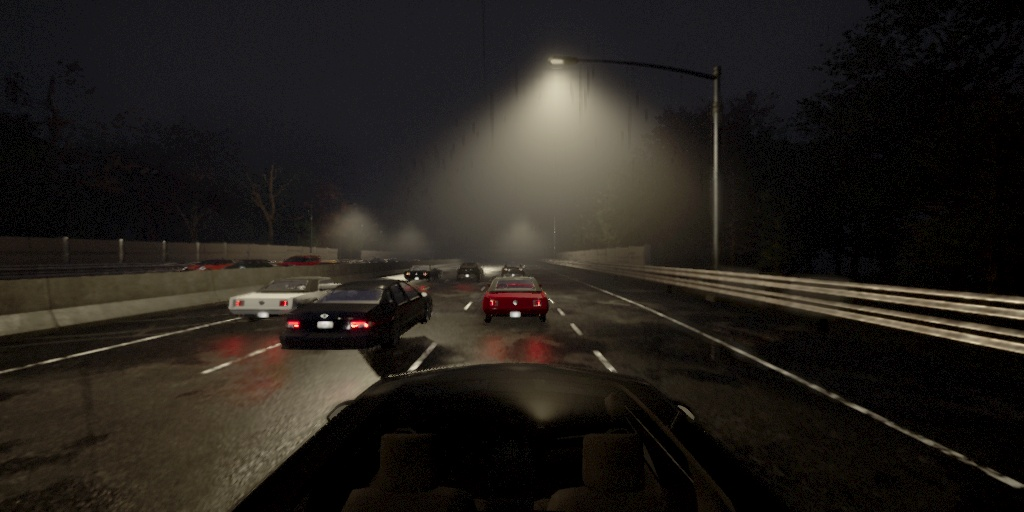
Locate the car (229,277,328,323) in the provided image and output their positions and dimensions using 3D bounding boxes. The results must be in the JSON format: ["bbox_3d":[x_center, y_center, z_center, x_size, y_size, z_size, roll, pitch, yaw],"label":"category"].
[{"bbox_3d":[-6.901,1.345,12.179,1.895,1.301,4.718,0,0,0],"label":"car"}]

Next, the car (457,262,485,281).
[{"bbox_3d":[-3.405,1.250,29.743,1.837,1.490,4.892,0,0,0],"label":"car"}]

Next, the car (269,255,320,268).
[{"bbox_3d":[-21.098,0.966,35.822,2.150,2.045,5.566,0,0,0],"label":"car"}]

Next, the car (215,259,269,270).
[{"bbox_3d":[-24.598,1.096,33.543,2.097,1.767,4.553,0,0,0],"label":"car"}]

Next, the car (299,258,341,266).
[{"bbox_3d":[-17.600,1.223,34.129,1.882,1.535,5.008,0,0,0],"label":"car"}]

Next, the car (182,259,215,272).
[{"bbox_3d":[-28.096,1.096,33.538,2.097,1.767,4.553,0,0,0],"label":"car"}]

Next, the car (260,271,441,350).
[{"bbox_3d":[-3.400,1.293,9.037,2.033,1.411,5.357,0,0,0],"label":"car"}]

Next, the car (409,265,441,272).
[{"bbox_3d":[-6.904,1.345,28.235,1.895,1.301,4.718,0,0,0],"label":"car"}]

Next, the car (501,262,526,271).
[{"bbox_3d":[0.096,1.237,29.694,2.128,1.511,4.902,0,0,0],"label":"car"}]

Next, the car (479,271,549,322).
[{"bbox_3d":[0.098,1.346,12.262,1.895,1.301,4.718,0,0,0],"label":"car"}]
